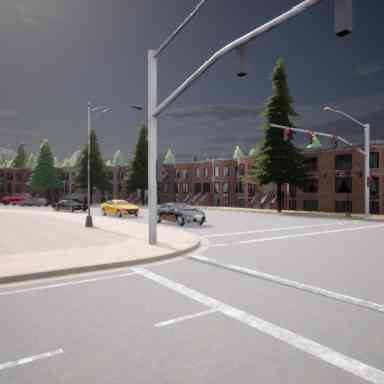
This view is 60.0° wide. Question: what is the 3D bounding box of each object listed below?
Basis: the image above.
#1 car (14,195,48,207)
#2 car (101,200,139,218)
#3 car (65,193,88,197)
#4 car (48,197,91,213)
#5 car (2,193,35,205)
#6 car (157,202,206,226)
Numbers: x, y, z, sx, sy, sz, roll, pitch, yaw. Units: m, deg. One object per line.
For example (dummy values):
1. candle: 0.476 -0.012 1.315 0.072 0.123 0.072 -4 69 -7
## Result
1. car: -24.121 1.547 51.169 5.357 1.411 2.033 0 0 17
2. car: -6.743 1.478 30.891 1.882 1.535 5.008 0 0 -40
3. car: -18.632 1.220 52.806 5.566 2.045 2.150 0 0 24
4. car: -13.914 1.601 37.954 4.718 1.301 1.895 0 0 37
5. car: -28.982 1.221 55.956 5.566 2.045 2.150 0 0 10
6. car: -0.991 1.492 23.328 2.128 1.511 4.902 0 0 -36
